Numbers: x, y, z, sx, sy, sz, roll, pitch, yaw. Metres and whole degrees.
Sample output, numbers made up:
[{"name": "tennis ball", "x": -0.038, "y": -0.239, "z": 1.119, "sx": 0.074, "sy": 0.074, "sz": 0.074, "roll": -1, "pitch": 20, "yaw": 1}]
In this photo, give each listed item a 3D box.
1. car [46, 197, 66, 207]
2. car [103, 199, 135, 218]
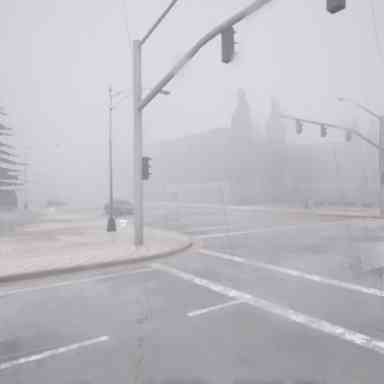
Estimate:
[{"name": "car", "x": -19.399, "y": 1.388, "z": 47.312, "sx": 1.812, "sy": 1.442, "sz": 4.674, "roll": -1, "pitch": 0, "yaw": -35}, {"name": "car", "x": -6.087, "y": 1.370, "z": 28.522, "sx": 1.837, "sy": 1.490, "sz": 4.892, "roll": -1, "pitch": 1, "yaw": -35}]
